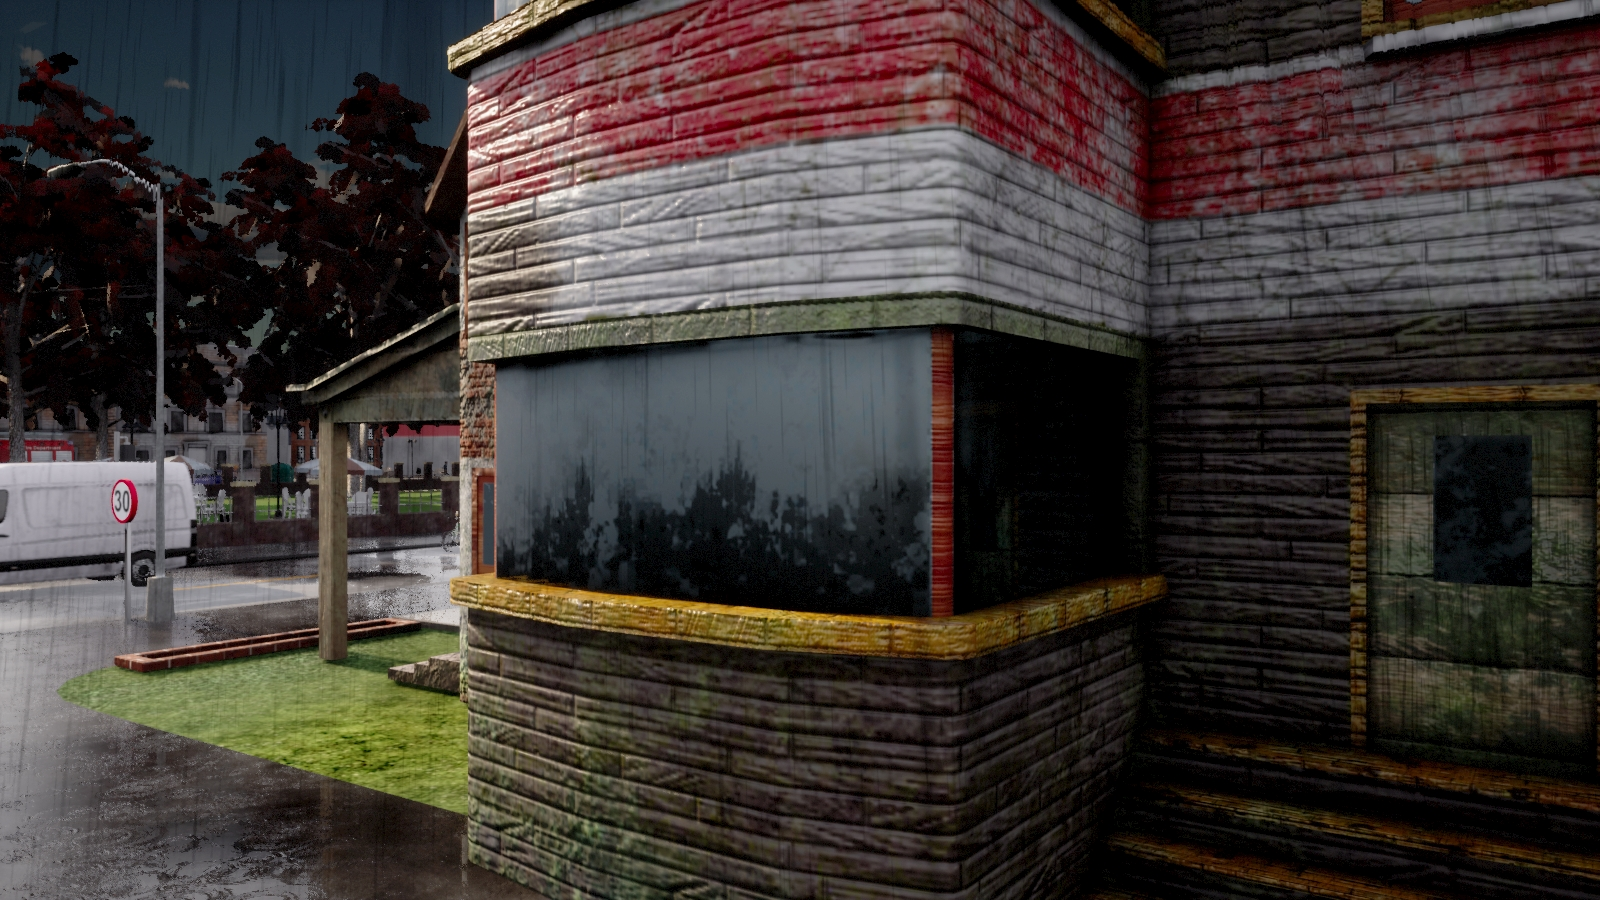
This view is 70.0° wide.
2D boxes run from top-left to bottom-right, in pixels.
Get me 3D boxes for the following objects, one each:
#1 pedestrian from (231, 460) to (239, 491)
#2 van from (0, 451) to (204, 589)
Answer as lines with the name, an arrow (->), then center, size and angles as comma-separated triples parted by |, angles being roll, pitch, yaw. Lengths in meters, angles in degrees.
pedestrian -> -33.631, 1.524, 67.992 | 0.375, 1.860, 0.375 | 0, 0, -39
van -> -15.232, 1.314, 22.522 | 1.988, 2.561, 5.915 | 0, 0, 35
